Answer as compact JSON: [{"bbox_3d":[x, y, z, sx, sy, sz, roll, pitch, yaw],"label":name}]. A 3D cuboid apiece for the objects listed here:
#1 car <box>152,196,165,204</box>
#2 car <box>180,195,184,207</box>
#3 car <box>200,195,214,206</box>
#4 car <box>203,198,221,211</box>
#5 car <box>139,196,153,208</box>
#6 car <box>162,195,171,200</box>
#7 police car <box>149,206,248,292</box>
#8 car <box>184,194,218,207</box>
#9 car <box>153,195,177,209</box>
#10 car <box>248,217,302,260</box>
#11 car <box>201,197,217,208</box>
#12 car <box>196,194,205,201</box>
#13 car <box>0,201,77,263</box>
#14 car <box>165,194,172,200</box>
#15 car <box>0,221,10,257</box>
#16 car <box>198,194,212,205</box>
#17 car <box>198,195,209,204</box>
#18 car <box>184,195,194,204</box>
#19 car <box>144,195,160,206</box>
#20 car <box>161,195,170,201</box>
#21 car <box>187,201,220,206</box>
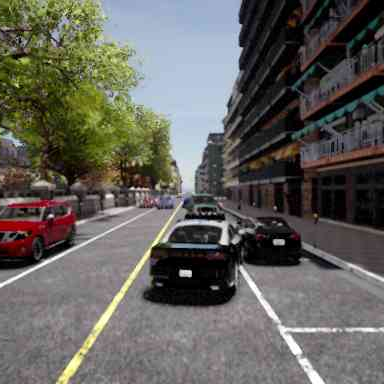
[{"bbox_3d":[-6.197,1.428,62.685,2.008,1.369,4.403,0,0,0],"label":"car"},{"bbox_3d":[-0.345,1.380,46.445,1.882,1.535,5.008,0,0,0],"label":"car"},{"bbox_3d":[2.275,1.335,51.494,1.967,1.590,4.097,0,0,0],"label":"car"},{"bbox_3d":[2.368,1.457,40.235,1.887,1.381,4.507,0,0,0],"label":"car"},{"bbox_3d":[-6.059,1.342,45.796,1.967,1.590,4.097,0,0,0],"label":"car"},{"bbox_3d":[-6.383,1.403,85.205,2.008,1.369,4.403,0,0,0],"label":"car"},{"bbox_3d":[0.378,1.402,9.124,1.930,1.638,5.238,0,0,11],"label":"police car"},{"bbox_3d":[0.705,1.166,24.859,2.150,2.045,5.566,0,0,0],"label":"car"},{"bbox_3d":[-3.383,1.259,42.326,2.097,1.767,4.553,0,0,0],"label":"car"},{"bbox_3d":[2.600,1.536,12.086,1.947,1.339,4.313,0,0,0],"label":"car"},{"bbox_3d":[2.321,1.448,45.865,1.887,1.381,4.507,0,0,0],"label":"car"},{"bbox_3d":[2.043,1.299,79.645,1.967,1.590,4.097,0,0,0],"label":"car"},{"bbox_3d":[-5.780,1.284,12.016,2.192,1.841,5.009,0,0,0],"label":"car"},{"bbox_3d":[-6.429,1.374,90.666,1.752,1.417,4.829,0,0,0],"label":"car"},{"bbox_3d":[-5.734,1.527,6.384,1.887,1.381,4.507,0,0,0],"label":"car"},{"bbox_3d":[2.228,1.202,57.124,2.192,1.841,5.009,0,0,0],"label":"car"},{"bbox_3d":[2.182,1.319,62.755,1.967,1.590,4.097,0,0,0],"label":"car"},{"bbox_3d":[-0.514,1.403,63.739,1.812,1.442,4.674,0,0,0],"label":"car"},{"bbox_3d":[-6.105,1.334,51.424,1.967,1.590,4.097,0,0,0],"label":"car"},{"bbox_3d":[-6.335,1.383,79.405,1.752,1.417,4.829,0,0,0],"label":"car"},{"bbox_3d":[0.755,1.459,18.830,1.837,1.490,4.892,0,0,0],"label":"car"}]
